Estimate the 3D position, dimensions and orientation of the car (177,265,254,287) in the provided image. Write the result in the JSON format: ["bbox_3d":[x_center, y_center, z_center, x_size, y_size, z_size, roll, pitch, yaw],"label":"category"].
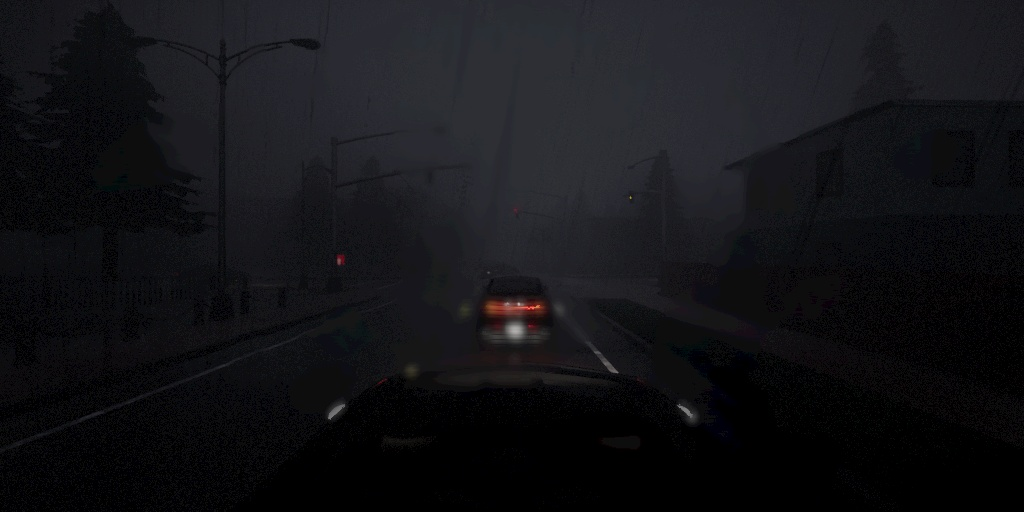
[{"bbox_3d":[-19.862,1.328,24.001,4.181,1.385,1.994,0,0,-2],"label":"car"}]

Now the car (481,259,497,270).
[{"bbox_3d":[-3.476,1.241,54.570,2.128,1.511,4.902,0,0,0],"label":"car"}]

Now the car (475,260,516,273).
[{"bbox_3d":[-0.955,1.310,30.687,1.994,1.385,4.181,0,0,29],"label":"car"}]

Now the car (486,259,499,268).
[{"bbox_3d":[-3.409,1.297,65.027,2.033,1.411,5.357,0,0,1],"label":"car"}]

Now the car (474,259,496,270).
[{"bbox_3d":[-3.507,1.297,44.389,2.033,1.411,5.357,0,0,0],"label":"car"}]

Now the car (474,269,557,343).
[{"bbox_3d":[0.092,1.255,9.673,1.837,1.490,4.892,0,0,0],"label":"car"}]
